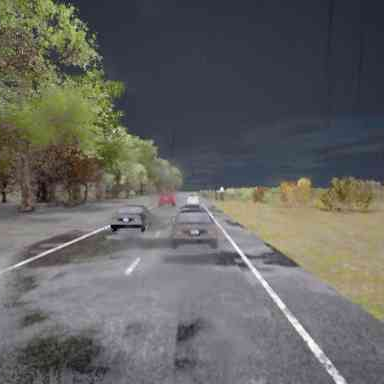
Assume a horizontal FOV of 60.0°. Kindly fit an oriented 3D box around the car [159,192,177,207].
[{"bbox_3d":[-3.395,1.011,46.498,2.150,2.045,5.566,0,0,0],"label":"car"}]

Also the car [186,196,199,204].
[{"bbox_3d":[0.098,1.316,46.592,1.812,1.442,4.674,0,0,0],"label":"car"}]

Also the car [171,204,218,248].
[{"bbox_3d":[0.101,1.485,14.445,2.033,1.411,5.357,0,0,0],"label":"car"}]

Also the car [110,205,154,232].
[{"bbox_3d":[-3.397,1.463,19.562,2.033,1.411,5.357,0,0,0],"label":"car"}]
